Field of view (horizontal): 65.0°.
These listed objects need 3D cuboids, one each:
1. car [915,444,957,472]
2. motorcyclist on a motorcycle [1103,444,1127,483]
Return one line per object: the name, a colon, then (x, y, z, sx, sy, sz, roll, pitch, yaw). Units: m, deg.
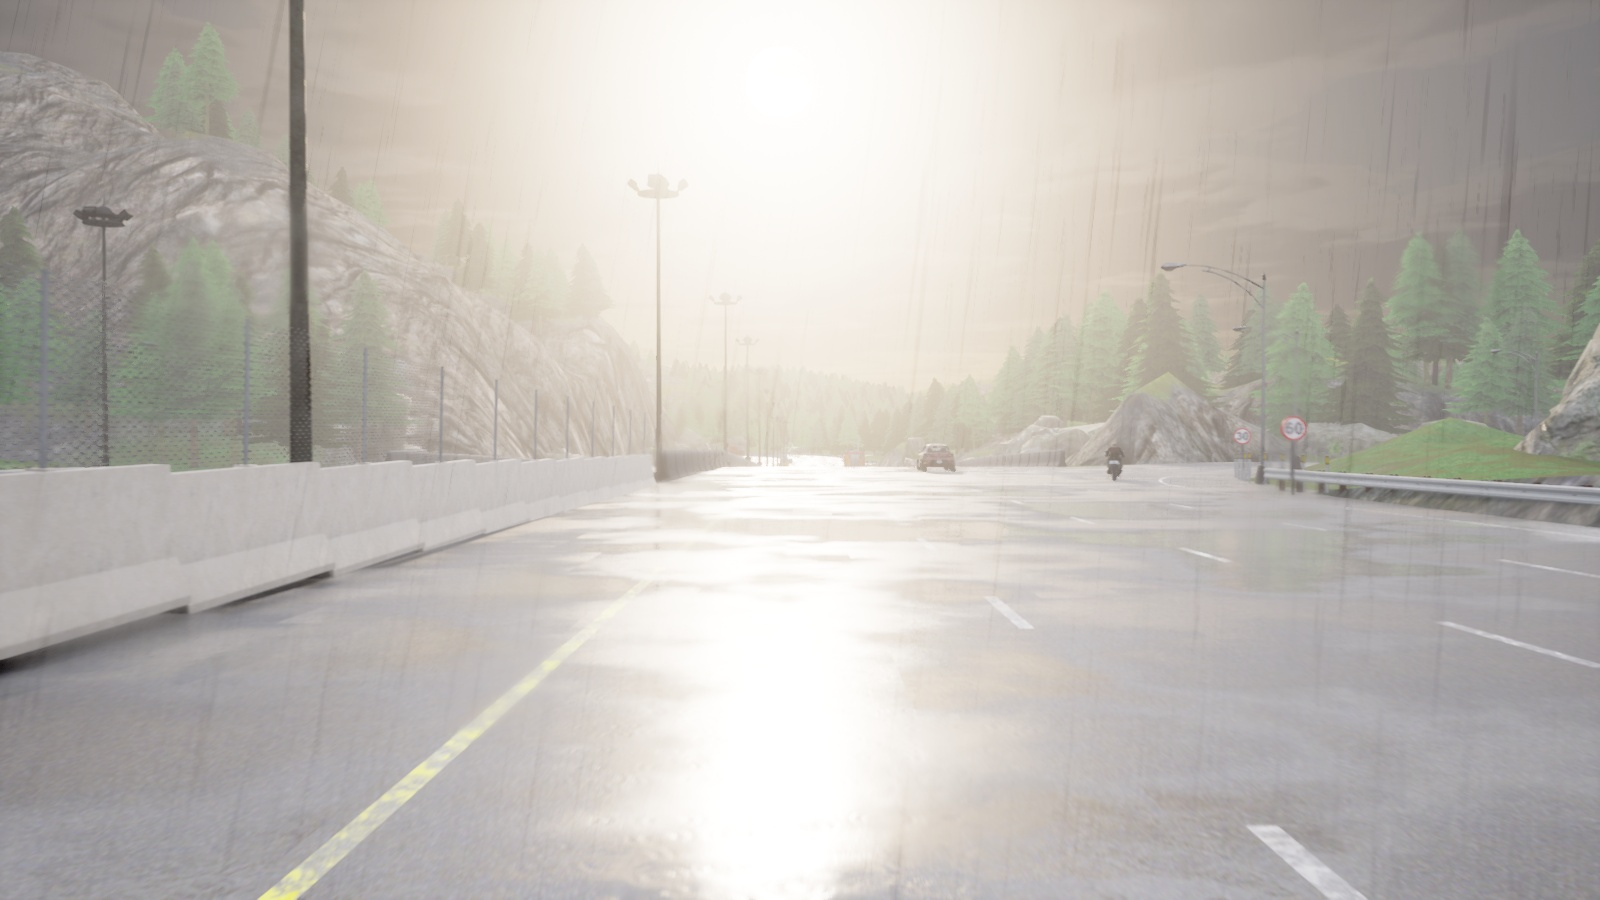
car: (7.260, 0.416, 67.503, 1.816, 1.474, 4.193, 0, 0, 0)
motorcyclist on a motorcycle: (12.627, 0.514, 50.267, 0.866, 1.530, 2.191, 1, 0, 16)
